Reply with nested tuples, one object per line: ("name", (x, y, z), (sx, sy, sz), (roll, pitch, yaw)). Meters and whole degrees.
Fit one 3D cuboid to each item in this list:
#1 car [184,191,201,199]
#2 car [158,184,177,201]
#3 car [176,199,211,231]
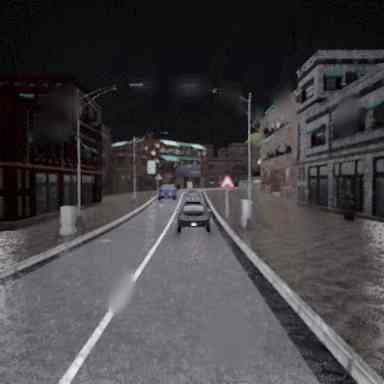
("car", (0.095, 0.588, 38.776), (2.033, 1.411, 5.357), (0, 5, 0))
("car", (-3.092, 0.009, 42.999), (2.150, 2.045, 5.566), (0, 4, 0))
("car", (0.098, 1.410, 19.945), (1.837, 1.490, 4.892), (0, 1, 0))
